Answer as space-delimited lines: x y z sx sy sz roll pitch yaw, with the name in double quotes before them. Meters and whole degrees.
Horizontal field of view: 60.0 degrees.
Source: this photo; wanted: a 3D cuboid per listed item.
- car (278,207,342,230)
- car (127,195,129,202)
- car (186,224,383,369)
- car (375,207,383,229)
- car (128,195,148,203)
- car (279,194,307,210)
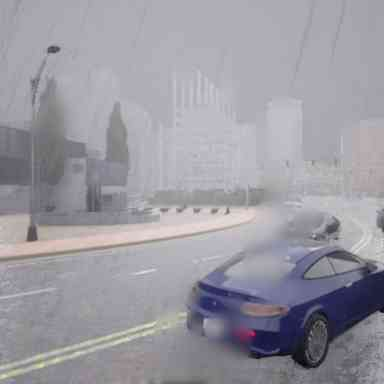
"car" 5.613 1.629 15.417 2.033 1.411 5.357 -1 0 34
"car" -16.308 1.837 85.181 1.905 1.878 3.866 0 0 21
"car" 1.967 1.559 5.799 4.674 1.442 1.812 0 0 -42
"car" 12.433 1.571 20.273 2.128 1.511 4.902 0 0 25
"car" -13.608 2.054 84.129 1.970 1.475 3.806 0 0 21
"car" 10.079 1.407 33.493 2.150 2.045 5.566 0 -1 20
